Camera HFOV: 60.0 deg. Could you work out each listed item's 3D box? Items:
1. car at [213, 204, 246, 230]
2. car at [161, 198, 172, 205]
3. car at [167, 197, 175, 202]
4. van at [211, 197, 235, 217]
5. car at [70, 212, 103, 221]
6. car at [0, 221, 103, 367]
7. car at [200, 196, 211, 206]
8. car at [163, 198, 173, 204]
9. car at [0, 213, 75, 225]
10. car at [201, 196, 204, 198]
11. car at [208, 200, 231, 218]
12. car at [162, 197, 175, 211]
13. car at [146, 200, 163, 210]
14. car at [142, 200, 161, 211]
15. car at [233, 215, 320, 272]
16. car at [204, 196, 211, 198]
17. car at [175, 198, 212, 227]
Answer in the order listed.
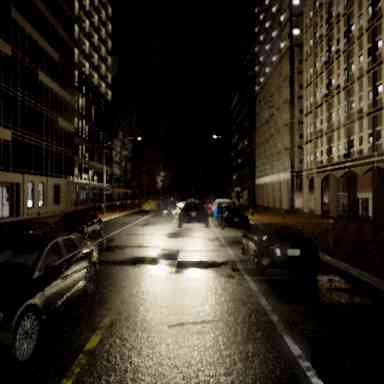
[{"bbox_3d":[2.697,1.720,22.257,1.947,1.339,4.313,0,0,0],"label":"car"},{"bbox_3d":[-5.673,2.015,73.500,2.008,1.369,4.403,0,0,0],"label":"car"},{"bbox_3d":[-5.669,2.138,90.575,1.802,1.307,4.206,0,0,0],"label":"car"},{"bbox_3d":[2.699,1.533,27.952,1.690,1.788,3.998,0,0,0],"label":"van"},{"bbox_3d":[-5.685,1.682,16.576,1.947,1.339,4.313,0,0,0],"label":"car"},{"bbox_3d":[-3.100,1.534,5.929,2.128,1.511,4.902,0,0,0],"label":"car"},{"bbox_3d":[2.708,1.747,67.796,2.192,1.841,5.009,0,0,0],"label":"car"},{"bbox_3d":[-5.672,2.061,79.193,1.947,1.339,4.313,0,0,0],"label":"car"},{"bbox_3d":[-5.686,1.621,10.883,1.887,1.381,4.507,0,0,0],"label":"car"},{"bbox_3d":[0.109,1.628,41.409,2.097,1.767,4.553,0,0,0],"label":"car"},{"bbox_3d":[2.700,1.668,33.643,1.967,1.590,4.097,0,0,0],"label":"car"},{"bbox_3d":[-3.079,1.857,47.080,2.033,1.411,5.357,0,0,0],"label":"car"},{"bbox_3d":[-5.678,1.882,50.732,2.008,1.369,4.403,0,0,0],"label":"car"},{"bbox_3d":[-5.679,1.822,44.868,1.752,1.417,4.829,0,0,0],"label":"car"},{"bbox_3d":[2.694,1.643,10.873,1.947,1.339,4.313,0,0,0],"label":"car"},{"bbox_3d":[2.705,1.681,56.412,2.192,1.841,5.009,0,0,0],"label":"car"},{"bbox_3d":[0.105,1.518,24.079,2.097,1.767,4.553,0,0,0],"label":"car"}]
